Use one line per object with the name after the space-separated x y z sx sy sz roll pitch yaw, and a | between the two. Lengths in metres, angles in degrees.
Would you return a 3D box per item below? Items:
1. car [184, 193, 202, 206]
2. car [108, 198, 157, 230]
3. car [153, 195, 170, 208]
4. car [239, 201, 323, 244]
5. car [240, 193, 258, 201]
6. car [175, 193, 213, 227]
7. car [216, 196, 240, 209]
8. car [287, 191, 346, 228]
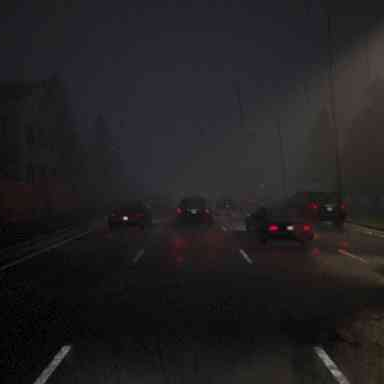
0.109 0.894 41.484 2.128 1.511 4.902 0 1 0 | car
-3.400 1.288 19.007 1.994 1.385 4.181 0 1 0 | car
-3.422 1.021 36.470 2.033 1.411 5.357 0 1 0 | car
3.599 1.334 14.648 2.033 1.411 5.357 0 1 0 | car
7.118 0.867 42.309 1.882 1.535 5.008 0 1 1 | car
0.100 1.062 20.075 2.097 1.767 4.553 0 1 0 | car
3.564 1.087 35.573 1.895 1.301 4.718 0 1 0 | car
7.101 0.932 19.829 2.150 2.045 5.566 0 1 0 | car
